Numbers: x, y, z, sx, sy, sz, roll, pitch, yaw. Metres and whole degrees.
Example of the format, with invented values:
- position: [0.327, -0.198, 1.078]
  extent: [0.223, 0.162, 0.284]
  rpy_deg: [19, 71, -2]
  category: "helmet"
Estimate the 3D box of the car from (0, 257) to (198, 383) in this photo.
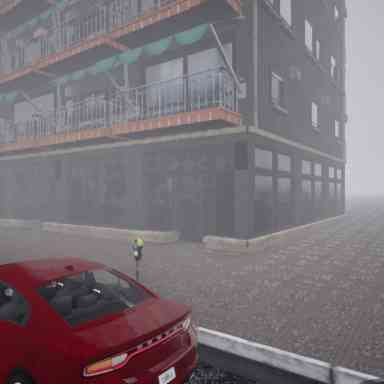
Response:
- position: [-2.042, 1.545, 4.326]
  extent: [4.507, 1.381, 1.887]
  rpy_deg: [0, 0, 35]
  category: "car"

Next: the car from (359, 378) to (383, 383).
- position: [2.551, 1.566, 1.059]
  extent: [4.313, 1.339, 1.947]
  rpy_deg: [0, 0, 35]
  category: "car"
